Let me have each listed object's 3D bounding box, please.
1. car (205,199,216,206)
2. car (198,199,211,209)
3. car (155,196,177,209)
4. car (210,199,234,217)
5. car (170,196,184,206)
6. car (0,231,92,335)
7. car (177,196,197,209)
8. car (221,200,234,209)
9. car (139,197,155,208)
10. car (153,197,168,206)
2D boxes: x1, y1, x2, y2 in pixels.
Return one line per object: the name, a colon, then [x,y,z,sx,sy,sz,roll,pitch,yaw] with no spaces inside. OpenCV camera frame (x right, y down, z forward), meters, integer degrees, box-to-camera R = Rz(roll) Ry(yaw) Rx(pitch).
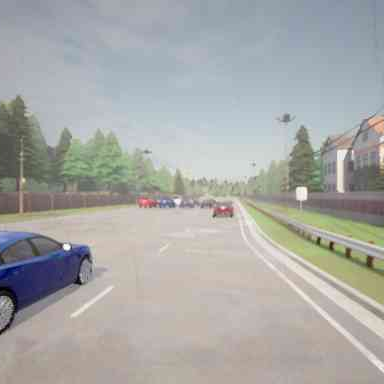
car: [3.863,2.129,68.436,1.837,1.490,4.892,0,-1,7]
car: [2.561,2.134,58.097,1.837,1.490,4.892,0,-1,7]
car: [-4.380,1.845,59.005,2.150,2.045,5.566,0,-1,7]
car: [3.506,1.755,36.779,2.097,1.767,4.553,0,-1,7]
car: [-3.077,1.794,69.345,2.150,2.045,5.566,0,-1,7]
car: [-3.794,1.544,6.863,1.882,1.535,5.008,0,-1,7]
car: [-0.863,1.982,58.920,2.097,1.767,4.553,0,-1,7]
car: [6.400,2.147,59.774,2.128,1.511,4.902,0,-1,7]
car: [-7.853,1.841,59.443,2.150,2.045,5.566,0,-1,7]
car: [-6.558,1.920,69.721,2.097,1.767,4.553,0,-1,7]
